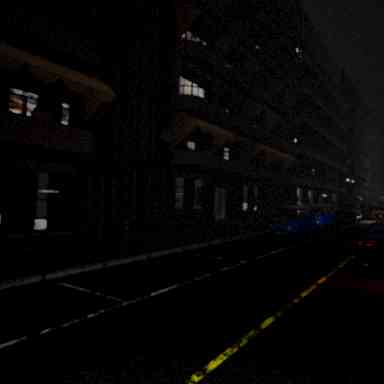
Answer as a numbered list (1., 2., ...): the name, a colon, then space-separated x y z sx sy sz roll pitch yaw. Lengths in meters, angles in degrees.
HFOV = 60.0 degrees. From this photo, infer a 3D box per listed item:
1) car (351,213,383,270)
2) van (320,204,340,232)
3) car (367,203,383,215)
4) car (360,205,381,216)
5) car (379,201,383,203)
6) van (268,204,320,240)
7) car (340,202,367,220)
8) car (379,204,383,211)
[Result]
1. car: 6.895 1.716 11.275 1.882 1.535 5.008 0 -1 35
2. van: 8.913 1.758 23.516 1.690 1.788 3.998 2 0 35
3. car: 20.524 2.241 35.678 1.882 1.535 5.008 0 -1 36
4. car: 24.808 2.538 46.132 1.947 1.339 4.313 2 0 35
5. car: 34.356 2.641 59.700 2.192 1.841 5.009 2 0 35
6. van: 5.732 1.651 18.991 1.690 1.788 3.998 2 0 35
7. car: 15.275 1.950 32.562 2.192 1.841 5.009 2 0 35
8. car: 37.529 2.993 64.224 1.887 1.381 4.507 2 0 35
